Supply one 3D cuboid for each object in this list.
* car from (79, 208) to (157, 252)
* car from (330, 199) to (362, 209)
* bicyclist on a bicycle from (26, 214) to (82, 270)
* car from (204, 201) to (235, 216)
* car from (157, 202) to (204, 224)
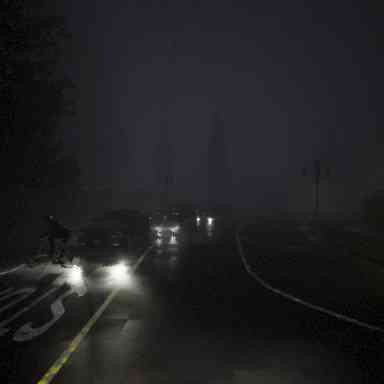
[{"bbox_3d":[-3.097,1.480,14.285,1.882,1.535,5.008,0,0,6],"label":"car"},{"bbox_3d":[20.892,1.599,44.875,4.718,1.301,1.895,0,0,-28],"label":"car"},{"bbox_3d":[-3.973,1.454,9.554,1.656,1.620,0.582,-1,0,0],"label":"bicyclist on a bicycle"},{"bbox_3d":[2.407,1.551,32.438,2.033,1.411,5.357,0,0,31],"label":"car"},{"bbox_3d":[-1.054,1.497,25.113,2.128,1.511,4.902,0,0,19],"label":"car"}]
